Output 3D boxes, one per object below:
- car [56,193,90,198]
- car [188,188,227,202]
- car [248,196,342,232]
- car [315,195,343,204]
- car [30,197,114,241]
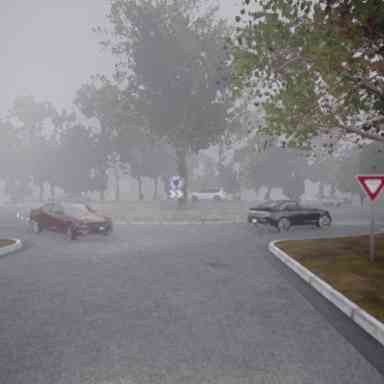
[{"bbox_3d":[-15.052,0.784,40.899,2.033,1.411,5.357,1,1,34],"label":"car"},{"bbox_3d":[2.261,0.439,47.590,5.566,2.045,2.150,0,1,13],"label":"car"},{"bbox_3d":[5.171,1.165,17.383,4.902,1.511,2.128,-1,1,-30],"label":"car"},{"bbox_3d":[14.148,0.925,36.197,1.895,1.301,4.718,0,1,-13],"label":"car"},{"bbox_3d":[-5.577,1.191,15.252,5.008,1.535,1.882,1,1,41],"label":"car"}]
